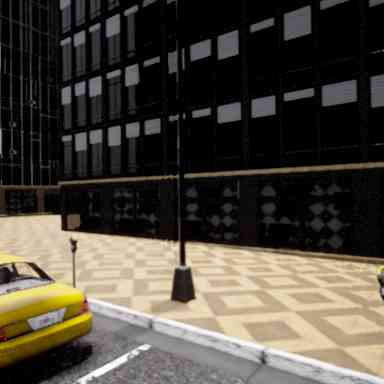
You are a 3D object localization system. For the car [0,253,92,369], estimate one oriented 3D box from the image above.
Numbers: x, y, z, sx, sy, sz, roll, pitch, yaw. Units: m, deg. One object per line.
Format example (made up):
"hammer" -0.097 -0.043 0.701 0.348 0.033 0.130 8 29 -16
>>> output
"car" -3.694 1.591 5.523 4.829 1.417 1.752 -1 -1 36
